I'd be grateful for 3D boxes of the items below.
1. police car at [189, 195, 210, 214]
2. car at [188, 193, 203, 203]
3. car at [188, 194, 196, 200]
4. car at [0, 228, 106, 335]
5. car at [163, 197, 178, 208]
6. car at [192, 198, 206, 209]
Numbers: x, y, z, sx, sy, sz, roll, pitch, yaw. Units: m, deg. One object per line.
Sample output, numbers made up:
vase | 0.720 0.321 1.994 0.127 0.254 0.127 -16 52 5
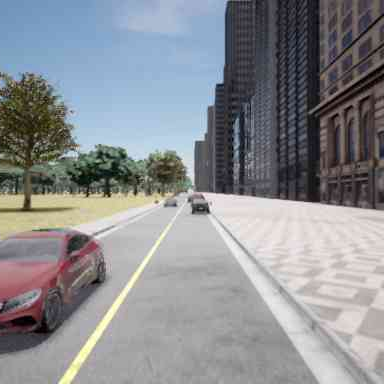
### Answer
police car | 0.891 1.426 35.438 1.930 1.638 5.238 0 0 0
car | 0.885 1.209 51.359 2.150 2.045 5.566 0 0 0
car | -0.022 1.313 85.234 2.128 1.511 4.902 0 0 0
car | -3.102 1.526 6.860 1.812 1.442 4.674 0 0 0
car | -3.090 1.515 48.545 1.812 1.442 4.674 0 0 0
car | 0.888 1.519 45.329 1.812 1.442 4.674 0 0 0
